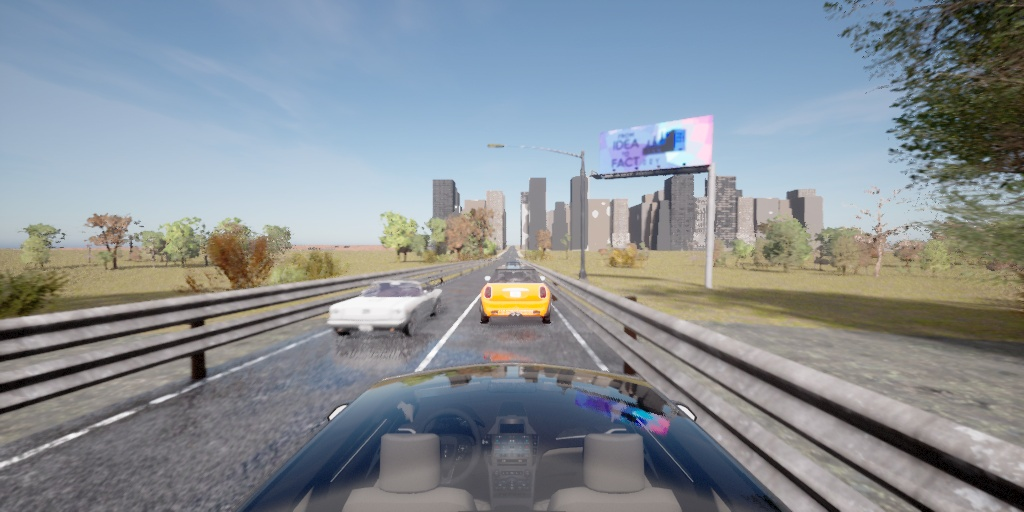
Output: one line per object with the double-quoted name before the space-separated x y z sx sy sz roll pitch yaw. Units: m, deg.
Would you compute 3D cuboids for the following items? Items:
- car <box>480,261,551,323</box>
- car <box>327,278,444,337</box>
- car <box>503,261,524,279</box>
"car" 0.105 1.099 12.320 2.097 1.767 4.553 0 0 0
"car" -3.344 1.349 10.421 1.895 1.301 4.718 0 0 0
"car" 0.112 1.246 34.097 1.837 1.490 4.892 0 0 0
